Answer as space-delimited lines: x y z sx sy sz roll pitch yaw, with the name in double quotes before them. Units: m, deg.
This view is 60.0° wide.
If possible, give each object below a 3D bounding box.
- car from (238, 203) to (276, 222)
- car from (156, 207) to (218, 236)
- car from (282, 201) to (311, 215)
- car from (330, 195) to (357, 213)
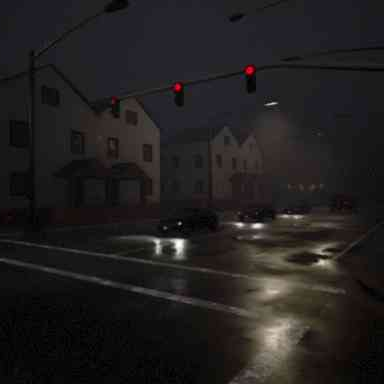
"car" 5.573 1.657 27.928 1.812 1.442 4.674 -1 0 35
"car" -0.115 1.656 19.718 1.812 1.442 4.674 -1 0 35
"car" 11.576 1.679 36.585 2.033 1.411 5.357 -1 0 35
"car" 17.816 1.313 39.127 2.150 2.045 5.566 -1 0 35
